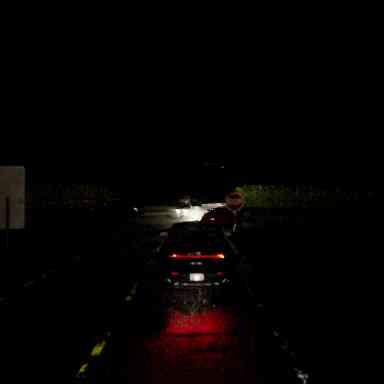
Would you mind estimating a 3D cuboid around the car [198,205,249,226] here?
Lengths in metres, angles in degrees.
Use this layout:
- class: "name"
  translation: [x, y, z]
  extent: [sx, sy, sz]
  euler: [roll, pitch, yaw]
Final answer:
- class: "car"
  translation: [2.251, 1.769, 23.489]
  extent: [1.994, 1.385, 4.181]
  euler: [0, -1, 26]

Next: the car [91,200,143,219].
- class: "car"
  translation: [-6.894, 1.577, 30.845]
  extent: [4.553, 1.767, 2.097]
  euler: [0, -1, 4]

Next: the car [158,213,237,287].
- class: "car"
  translation: [0.103, 1.589, 9.573]
  extent: [1.837, 1.490, 4.892]
  euler: [0, 0, 0]

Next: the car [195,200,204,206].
- class: "car"
  translation: [0.575, 2.199, 66.184]
  extent: [1.895, 1.301, 4.718]
  euler: [0, -1, 11]

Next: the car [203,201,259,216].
- class: "car"
  translation: [4.056, 1.878, 33.808]
  extent: [5.357, 1.411, 2.033]
  euler: [0, -1, 4]

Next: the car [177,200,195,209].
- class: "car"
  translation: [-1.290, 1.966, 53.489]
  extent: [2.128, 1.511, 4.902]
  euler: [0, 0, 7]

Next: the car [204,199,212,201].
- class: "car"
  translation: [3.696, 2.304, 80.428]
  extent: [1.994, 1.385, 4.181]
  euler: [0, -1, 13]
